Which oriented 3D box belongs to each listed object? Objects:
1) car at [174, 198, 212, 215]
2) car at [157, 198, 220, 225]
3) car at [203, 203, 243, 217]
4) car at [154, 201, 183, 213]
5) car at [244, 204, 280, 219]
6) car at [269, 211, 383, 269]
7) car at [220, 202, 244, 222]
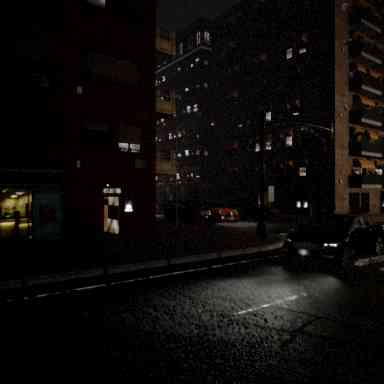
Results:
[{"bbox_3d":[0.027,1.719,41.135,2.192,1.841,5.009,-1,0,-36],"label":"car"},{"bbox_3d":[-0.376,1.586,27.068,2.192,1.841,5.009,-1,0,-36],"label":"car"},{"bbox_3d":[3.327,1.899,36.645,1.947,1.339,4.313,-1,0,-36],"label":"car"},{"bbox_3d":[-3.262,2.025,45.623,2.008,1.369,4.403,-1,0,-36],"label":"car"},{"bbox_3d":[6.621,1.844,32.157,1.802,1.307,4.206,-1,0,-36],"label":"car"},{"bbox_3d":[4.980,1.500,11.350,4.902,1.511,2.128,1,0,-44],"label":"car"},{"bbox_3d":[1.897,1.618,28.604,2.097,1.767,4.553,0,-1,-36],"label":"car"}]
